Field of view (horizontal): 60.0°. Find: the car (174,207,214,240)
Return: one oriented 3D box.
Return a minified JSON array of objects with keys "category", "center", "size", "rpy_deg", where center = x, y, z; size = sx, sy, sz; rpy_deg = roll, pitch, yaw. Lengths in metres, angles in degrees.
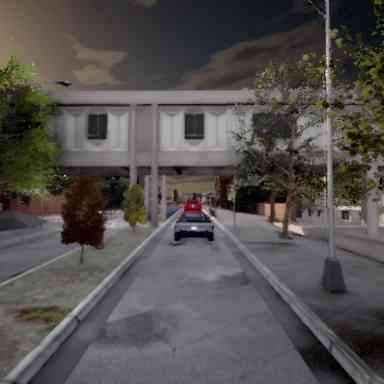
[{"category":"car","center":[0.099,1.703,17.708],"size":[1.994,1.385,4.181],"rpy_deg":[0,-1,0]}]

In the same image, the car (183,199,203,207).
[{"category":"car","center":[0.098,1.851,41.162],"size":[2.150,2.045,5.566],"rpy_deg":[0,-2,0]}]
